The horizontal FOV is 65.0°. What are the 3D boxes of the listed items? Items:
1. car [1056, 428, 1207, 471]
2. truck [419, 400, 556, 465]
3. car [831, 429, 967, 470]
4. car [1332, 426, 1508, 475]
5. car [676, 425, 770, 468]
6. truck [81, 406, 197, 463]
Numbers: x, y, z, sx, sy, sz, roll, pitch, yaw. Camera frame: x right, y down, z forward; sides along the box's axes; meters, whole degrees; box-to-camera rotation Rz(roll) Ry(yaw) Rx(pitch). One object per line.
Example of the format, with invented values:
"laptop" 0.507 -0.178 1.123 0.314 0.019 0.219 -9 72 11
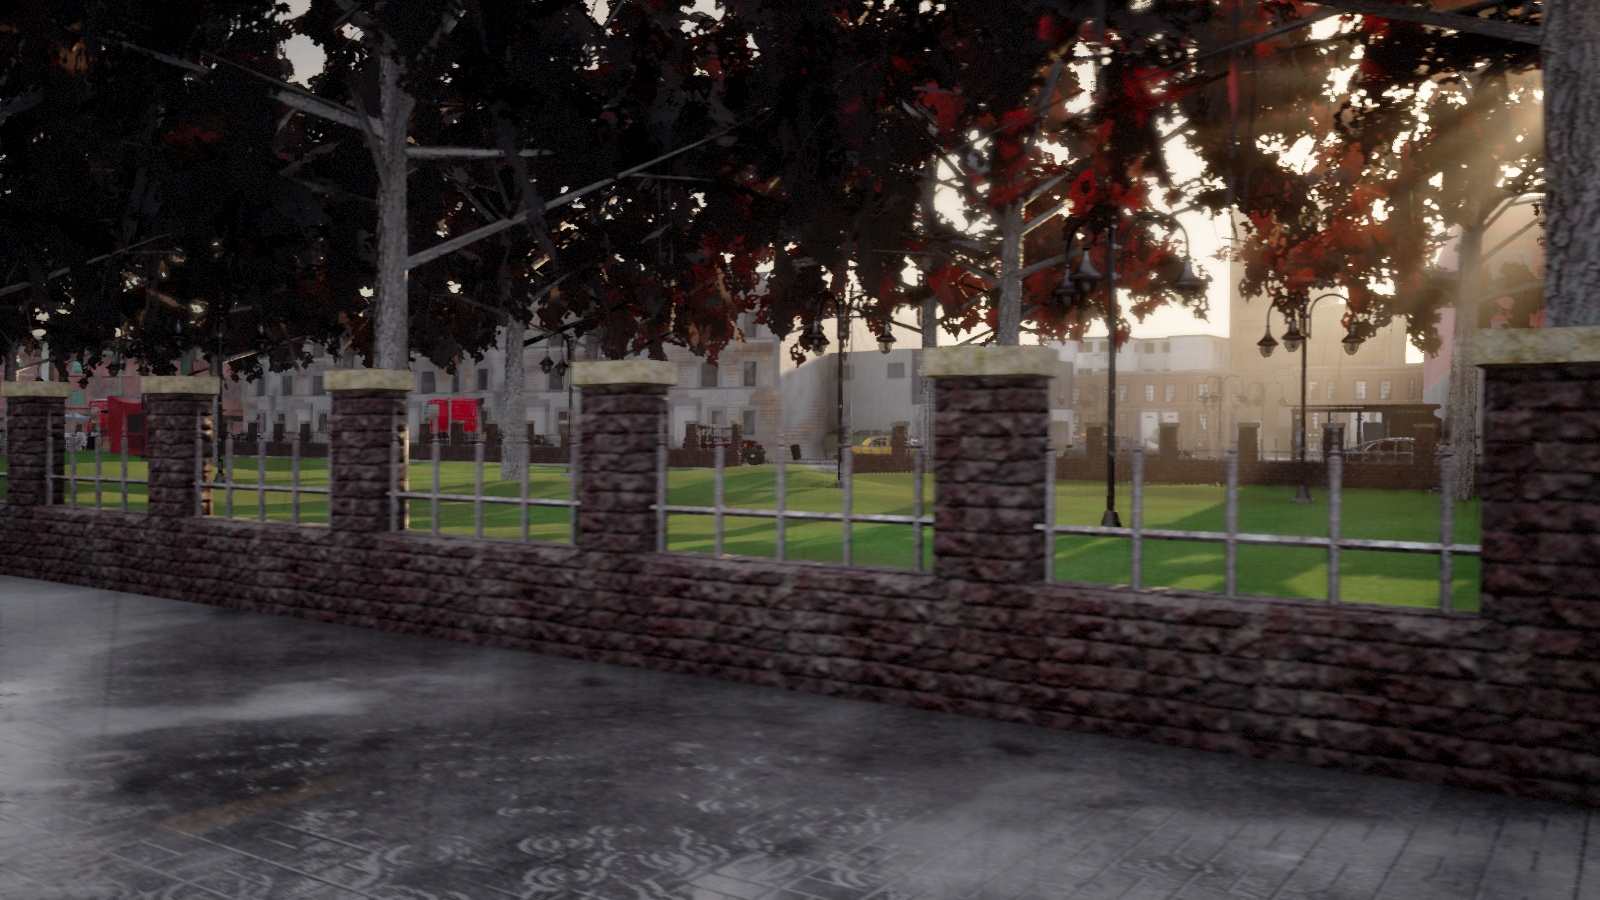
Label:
"car" 12.085 -0.022 45.921 4.902 1.511 2.128 0 1 34
"truck" -17.670 -0.968 70.842 7.936 3.462 2.891 0 1 34
"car" 4.005 -0.025 51.390 5.366 1.575 1.801 0 1 34
"car" 19.990 0.013 40.570 4.892 1.490 1.837 0 1 34
"car" -3.473 -0.154 56.446 3.866 1.878 1.905 0 1 34
"truck" -45.904 -1.068 87.147 8.468 3.827 2.891 0 1 29
